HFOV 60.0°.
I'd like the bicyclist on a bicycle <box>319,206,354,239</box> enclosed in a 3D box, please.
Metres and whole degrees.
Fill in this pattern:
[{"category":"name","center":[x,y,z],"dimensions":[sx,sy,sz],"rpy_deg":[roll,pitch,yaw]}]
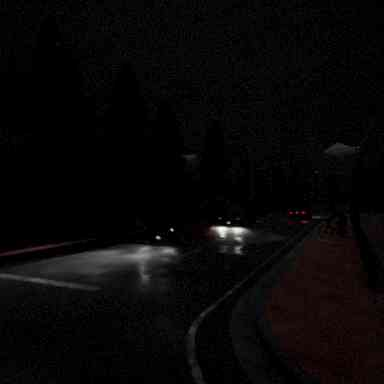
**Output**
[{"category":"bicyclist on a bicycle","center":[7.308,1.565,16.894],"dimensions":[1.656,1.620,0.582],"rpy_deg":[0,-1,25]}]

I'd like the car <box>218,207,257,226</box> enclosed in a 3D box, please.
[{"category":"car","center":[3.857,1.933,27.128],"dimensions":[2.033,1.411,5.357],"rpy_deg":[0,-1,25]}]

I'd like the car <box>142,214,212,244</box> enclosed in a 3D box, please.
[{"category":"car","center":[-0.661,1.848,17.521],"dimensions":[1.895,1.301,4.718],"rpy_deg":[0,-1,25]}]

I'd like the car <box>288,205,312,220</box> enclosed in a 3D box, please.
[{"category":"car","center":[10.945,2.039,33.571],"dimensions":[2.033,1.411,5.357],"rpy_deg":[0,-1,25]}]
